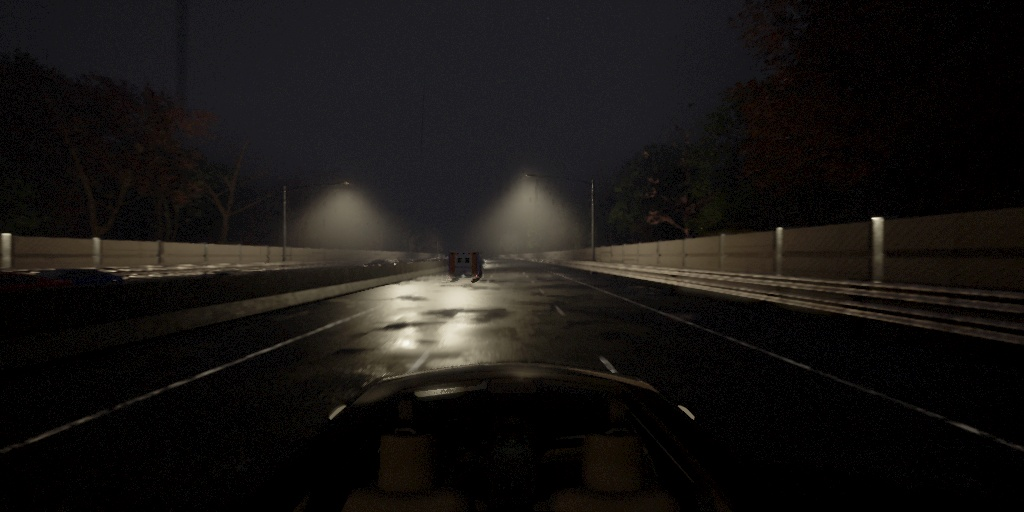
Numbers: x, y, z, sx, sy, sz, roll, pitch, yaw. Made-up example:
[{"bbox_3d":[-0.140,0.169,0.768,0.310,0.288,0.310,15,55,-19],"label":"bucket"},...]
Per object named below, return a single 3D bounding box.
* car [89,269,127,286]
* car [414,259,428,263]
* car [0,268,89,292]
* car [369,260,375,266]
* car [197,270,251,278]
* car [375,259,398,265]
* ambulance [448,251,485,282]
[{"bbox_3d":[-21.132,1.323,16.895,1.812,1.442,4.674,0,0,0],"label":"car"},{"bbox_3d":[-14.834,1.296,59.003,1.837,1.490,4.892,0,0,-1],"label":"car"},{"bbox_3d":[-17.607,1.267,11.527,1.882,1.535,5.008,0,0,0],"label":"car"},{"bbox_3d":[-21.815,1.318,58.615,1.837,1.490,4.892,0,0,-1],"label":"car"},{"bbox_3d":[-14.134,1.384,17.372,1.895,1.301,4.718,0,0,0],"label":"car"},{"bbox_3d":[-18.191,1.398,53.370,1.895,1.301,4.718,0,0,-1],"label":"car"},{"bbox_3d":[-3.678,0.817,29.653,2.351,2.431,6.366,0,0,-1],"label":"ambulance"}]
